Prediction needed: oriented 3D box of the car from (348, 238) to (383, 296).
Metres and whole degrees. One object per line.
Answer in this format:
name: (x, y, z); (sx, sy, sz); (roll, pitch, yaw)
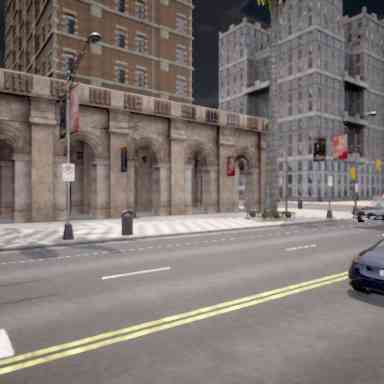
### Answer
car: (5.441, 1.567, 7.622); (4.181, 1.385, 1.994); (0, 0, -36)

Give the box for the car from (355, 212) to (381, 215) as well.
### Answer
car: (12.510, 1.203, 21.392); (5.357, 1.411, 2.033); (0, 0, -36)
